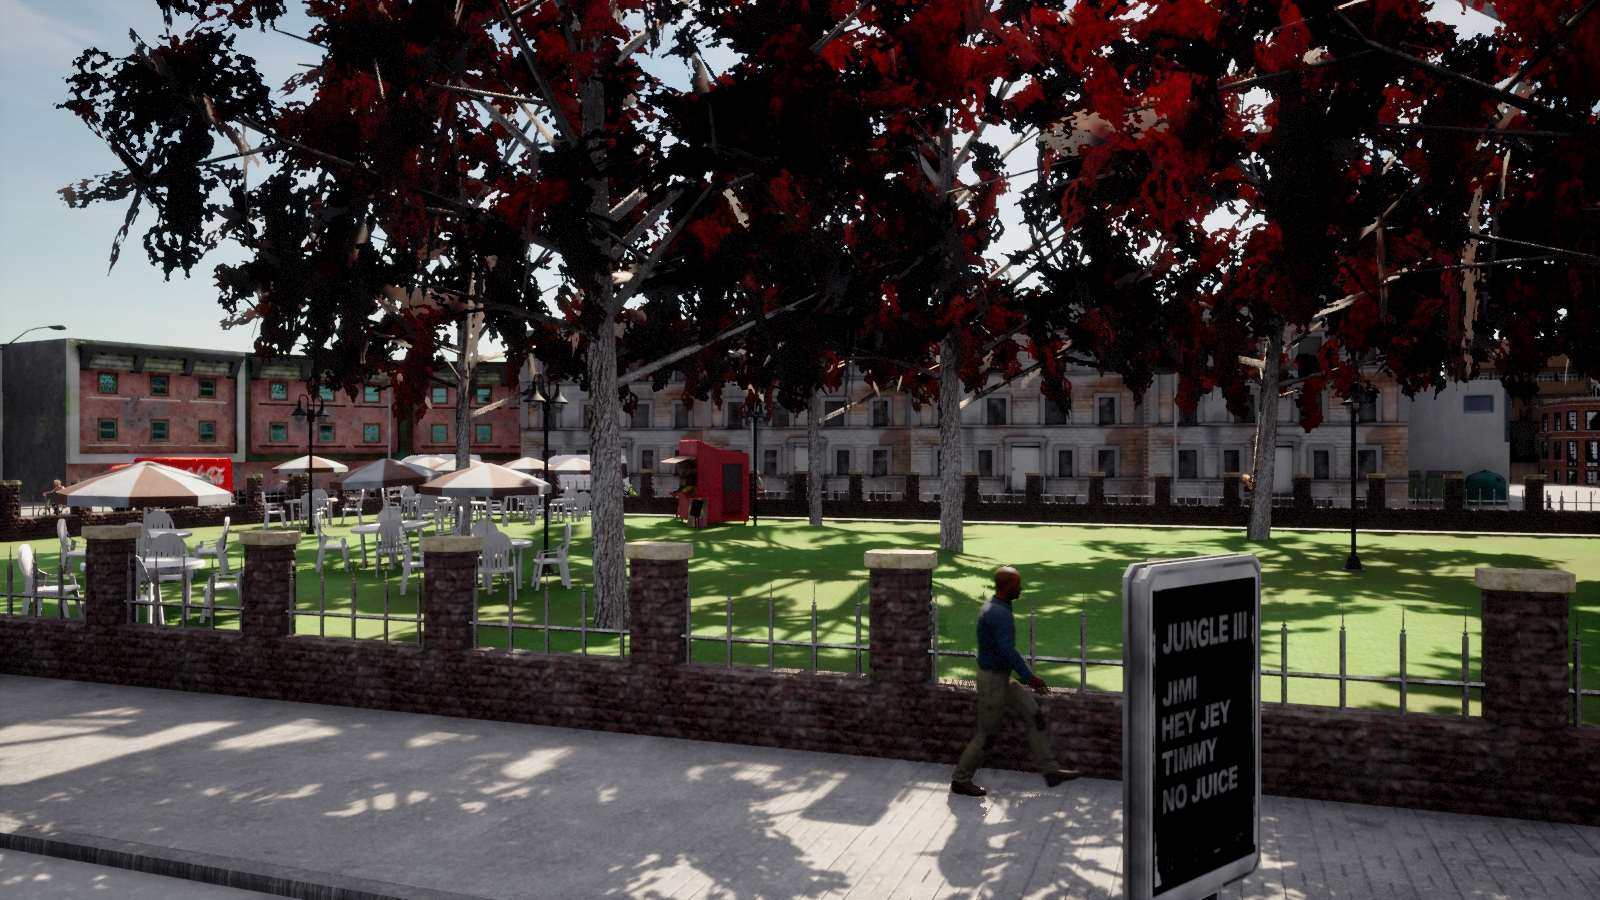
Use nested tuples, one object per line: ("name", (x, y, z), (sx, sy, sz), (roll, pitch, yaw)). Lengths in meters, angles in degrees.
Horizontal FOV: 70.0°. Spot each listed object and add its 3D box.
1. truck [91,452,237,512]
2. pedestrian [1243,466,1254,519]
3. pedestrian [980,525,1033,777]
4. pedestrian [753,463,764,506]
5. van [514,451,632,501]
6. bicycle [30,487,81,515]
("truck", (-28.185, 1.348, 50.858), (2.627, 2.467, 5.204), (0, 0, 21))
("pedestrian", (16.116, 1.525, 41.060), (0.375, 1.860, 0.375), (0, 0, 20))
("pedestrian", (1.592, 1.525, 8.802), (0.375, 1.860, 0.375), (0, 0, 14))
("pedestrian", (-1.824, 1.526, 50.497), (0.375, 1.860, 0.375), (0, 0, -20))
("van", (-12.048, 1.315, 60.623), (5.915, 2.561, 1.988), (0, 0, 20))
("bicycle", (-29.946, 2.036, 45.966), (0.859, 1.080, 1.487), (0, 0, 21))
